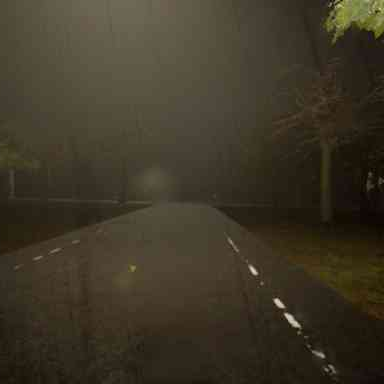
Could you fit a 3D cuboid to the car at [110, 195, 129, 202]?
[{"bbox_3d":[-18.716,1.705,86.080,4.553,1.767,2.097,2,0,0],"label":"car"}]
